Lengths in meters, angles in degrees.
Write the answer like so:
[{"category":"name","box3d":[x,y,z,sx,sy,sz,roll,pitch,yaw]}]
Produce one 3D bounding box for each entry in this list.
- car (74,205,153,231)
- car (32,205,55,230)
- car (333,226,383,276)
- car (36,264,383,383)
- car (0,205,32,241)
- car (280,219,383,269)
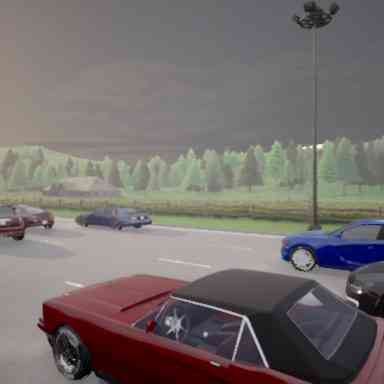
[{"category":"car","box3d":[-4.878,1.520,20.365,5.357,1.411,2.033,0,0,35]},{"category":"car","box3d":[-10.022,1.492,19.733,4.674,1.442,1.812,0,0,35]},{"category":"car","box3d":[4.888,1.507,4.805,4.892,1.490,1.837,0,0,35]},{"category":"car","box3d":[0.290,1.598,3.784,4.718,1.301,1.895,0,0,35]},{"category":"car","box3d":[-9.647,1.323,15.167,4.553,1.767,2.097,0,0,35]},{"category":"car","box3d":[4.935,1.476,9.069,5.008,1.535,1.882,0,0,35]}]
